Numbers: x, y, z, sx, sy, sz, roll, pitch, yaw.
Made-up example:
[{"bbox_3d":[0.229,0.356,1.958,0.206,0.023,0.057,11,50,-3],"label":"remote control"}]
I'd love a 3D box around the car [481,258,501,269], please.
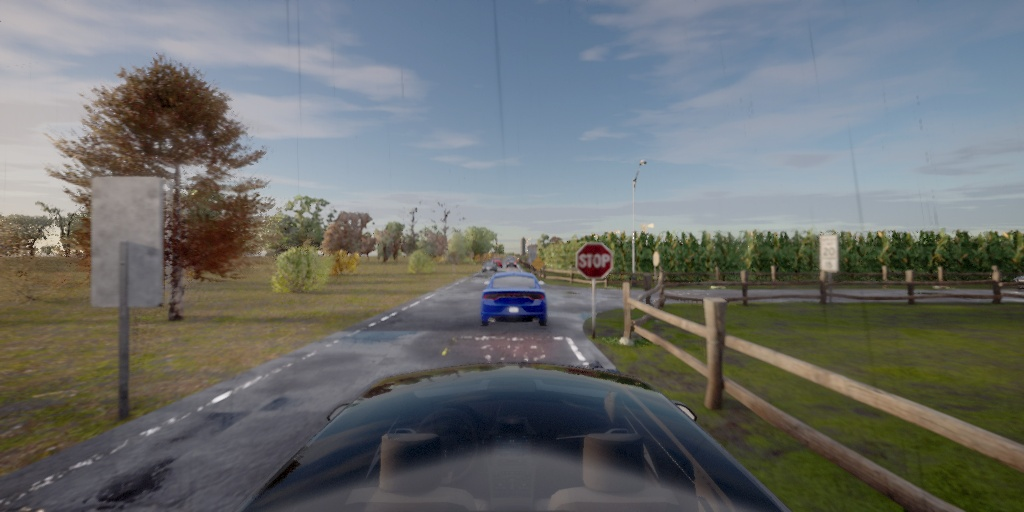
[{"bbox_3d":[-2.881,1.386,46.574,2.128,1.511,4.902,0,0,0],"label":"car"}]

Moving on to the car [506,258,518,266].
[{"bbox_3d":[-0.064,1.456,64.958,1.812,1.442,4.674,0,0,0],"label":"car"}]

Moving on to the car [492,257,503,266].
[{"bbox_3d":[-2.843,1.148,64.708,2.150,2.045,5.566,0,0,0],"label":"car"}]

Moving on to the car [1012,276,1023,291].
[{"bbox_3d":[32.376,1.386,20.943,4.674,1.442,1.812,0,0,-1],"label":"car"}]

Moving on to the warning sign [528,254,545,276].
[{"bbox_3d":[2.419,0.971,32.931,1.300,1.860,1.060,0,0,0],"label":"warning sign"}]

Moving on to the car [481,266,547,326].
[{"bbox_3d":[0.065,1.264,11.887,1.882,1.535,5.008,0,0,0],"label":"car"}]
